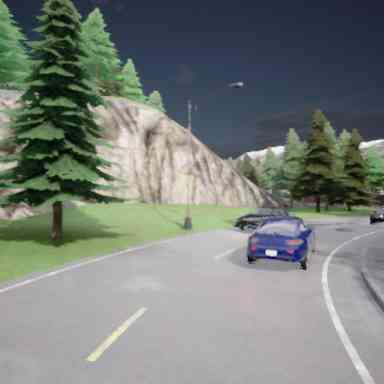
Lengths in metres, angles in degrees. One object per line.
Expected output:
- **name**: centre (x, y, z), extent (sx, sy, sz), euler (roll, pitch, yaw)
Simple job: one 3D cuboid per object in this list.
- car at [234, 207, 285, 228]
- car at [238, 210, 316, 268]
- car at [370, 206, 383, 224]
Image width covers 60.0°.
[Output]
- **car**: centre (4.757, 1.641, 20.855), extent (2.033, 1.411, 5.357), euler (0, 0, 39)
- **car**: centre (3.214, 1.584, 11.574), extent (1.812, 1.442, 4.674), euler (0, 0, 24)
- **car**: centre (15.686, 1.786, 25.992), extent (4.181, 1.385, 1.994), euler (1, 0, -38)
